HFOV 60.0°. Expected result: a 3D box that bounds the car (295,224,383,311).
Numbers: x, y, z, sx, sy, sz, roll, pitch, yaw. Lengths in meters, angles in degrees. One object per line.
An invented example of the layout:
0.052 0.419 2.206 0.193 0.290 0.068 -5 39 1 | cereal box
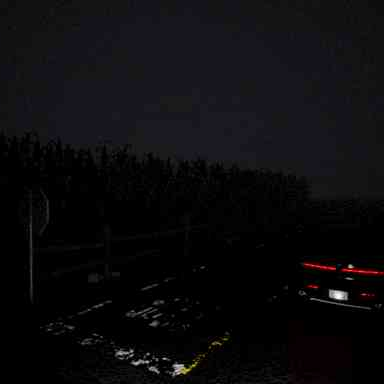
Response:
3.804 1.498 7.676 1.837 1.490 4.892 0 0 33 | car
